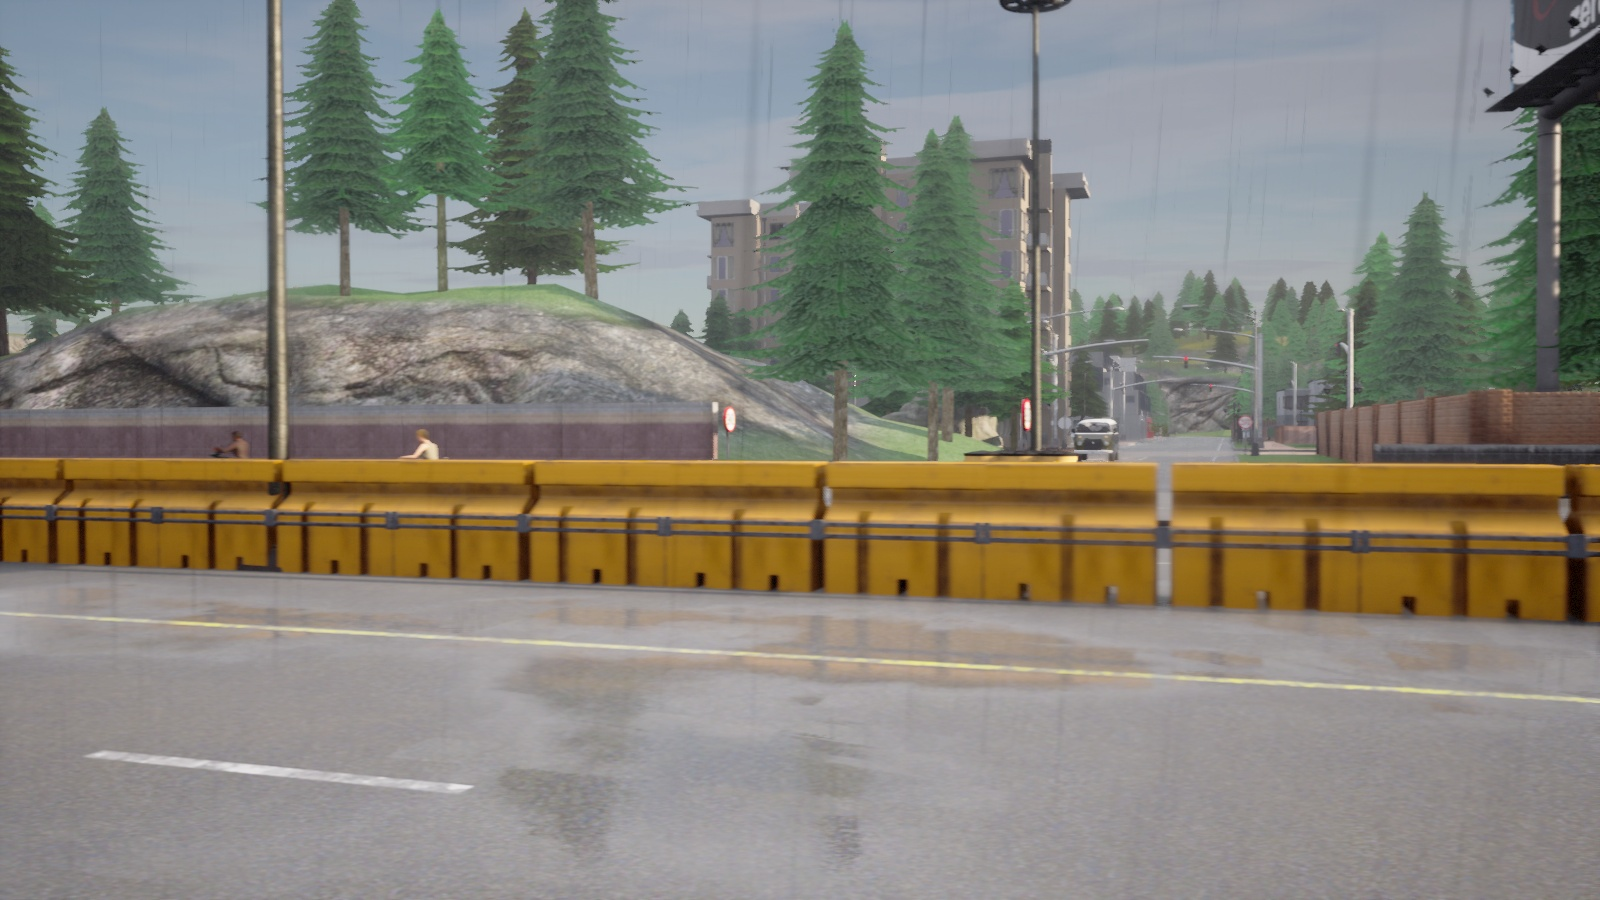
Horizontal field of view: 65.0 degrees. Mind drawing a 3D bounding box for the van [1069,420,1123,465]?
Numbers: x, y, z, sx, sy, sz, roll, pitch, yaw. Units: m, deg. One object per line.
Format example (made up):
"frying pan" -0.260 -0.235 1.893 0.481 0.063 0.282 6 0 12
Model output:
"van" 14.160 -0.371 59.985 2.069 2.038 4.480 1 1 19
